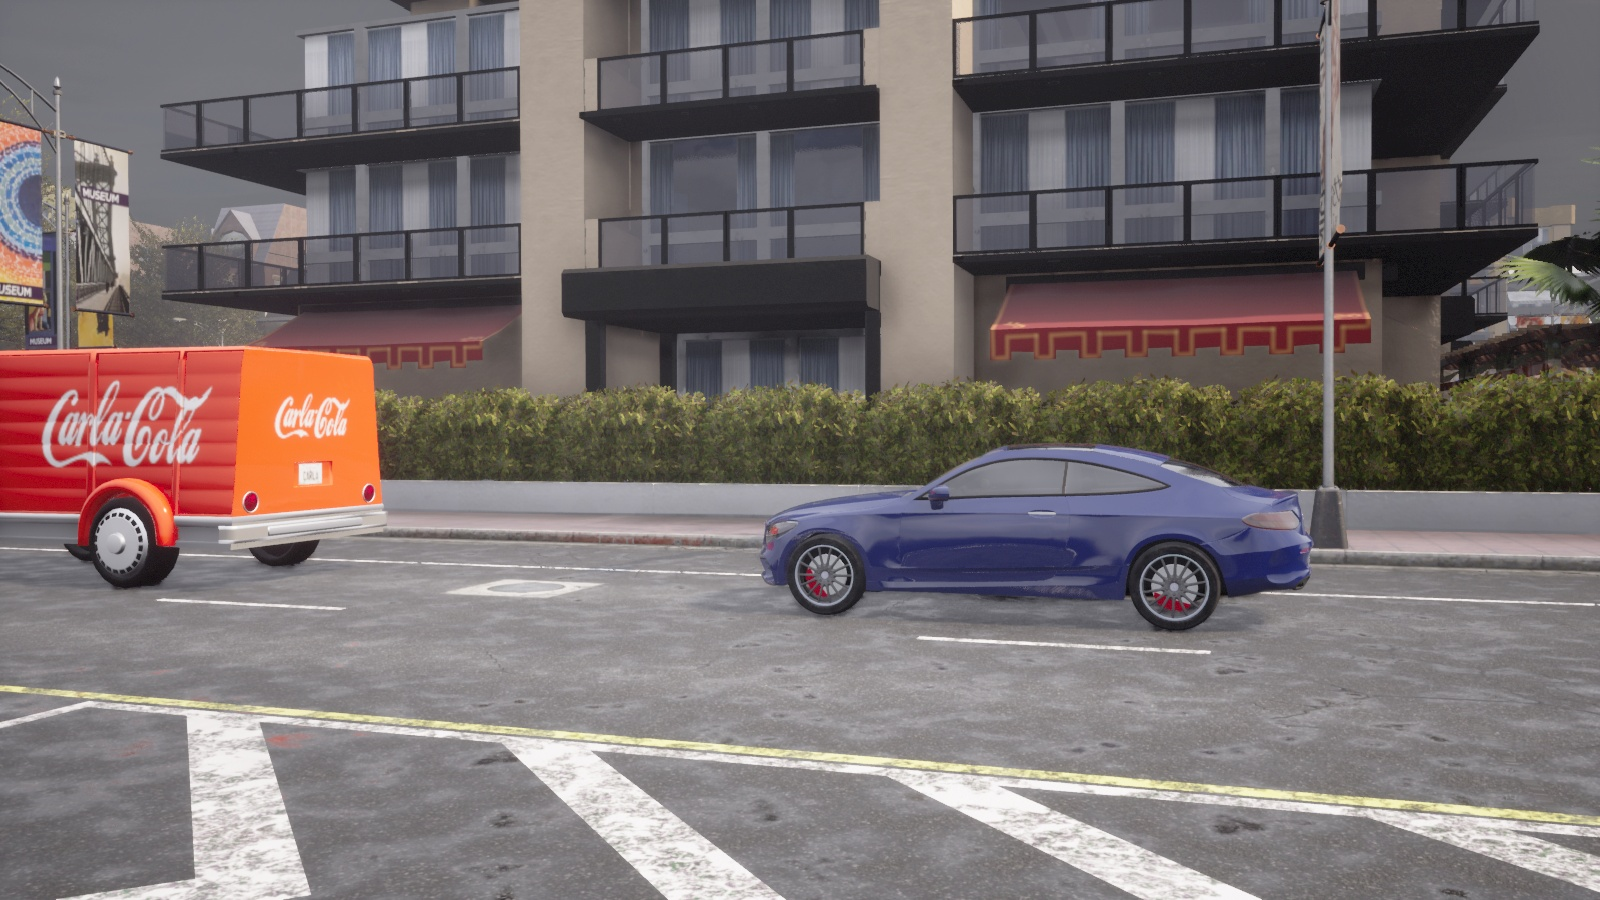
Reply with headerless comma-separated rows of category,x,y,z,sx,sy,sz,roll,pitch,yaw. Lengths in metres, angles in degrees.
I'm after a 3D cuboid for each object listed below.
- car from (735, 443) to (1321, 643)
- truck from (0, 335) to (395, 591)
car,1.945,0.684,10.949,4.674,1.442,1.812,1,1,18
truck,-7.581,0.085,14.149,5.204,2.467,2.627,1,1,19
